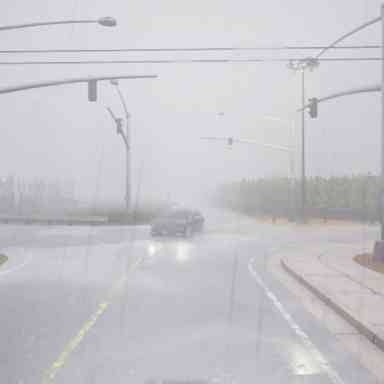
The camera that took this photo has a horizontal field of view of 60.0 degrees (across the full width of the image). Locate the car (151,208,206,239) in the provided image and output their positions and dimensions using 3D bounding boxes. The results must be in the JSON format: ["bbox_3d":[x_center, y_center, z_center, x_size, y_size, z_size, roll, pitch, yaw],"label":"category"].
[{"bbox_3d":[-0.570,1.662,17.971,1.837,1.490,4.892,2,0,17],"label":"car"}]
